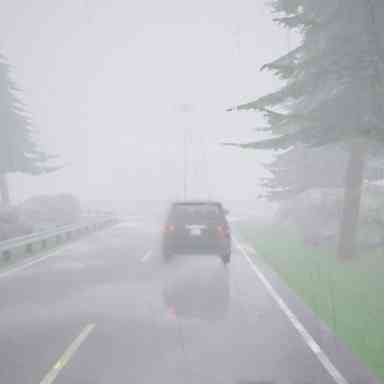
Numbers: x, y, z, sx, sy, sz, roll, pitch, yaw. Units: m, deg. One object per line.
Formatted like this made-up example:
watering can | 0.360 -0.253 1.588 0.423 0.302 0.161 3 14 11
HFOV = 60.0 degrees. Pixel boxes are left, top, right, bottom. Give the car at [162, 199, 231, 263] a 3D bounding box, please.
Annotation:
car | 0.208 1.243 12.230 2.150 2.045 5.566 0 0 2

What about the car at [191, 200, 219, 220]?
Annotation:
car | 1.228 1.527 29.523 1.882 1.535 5.008 0 0 9
